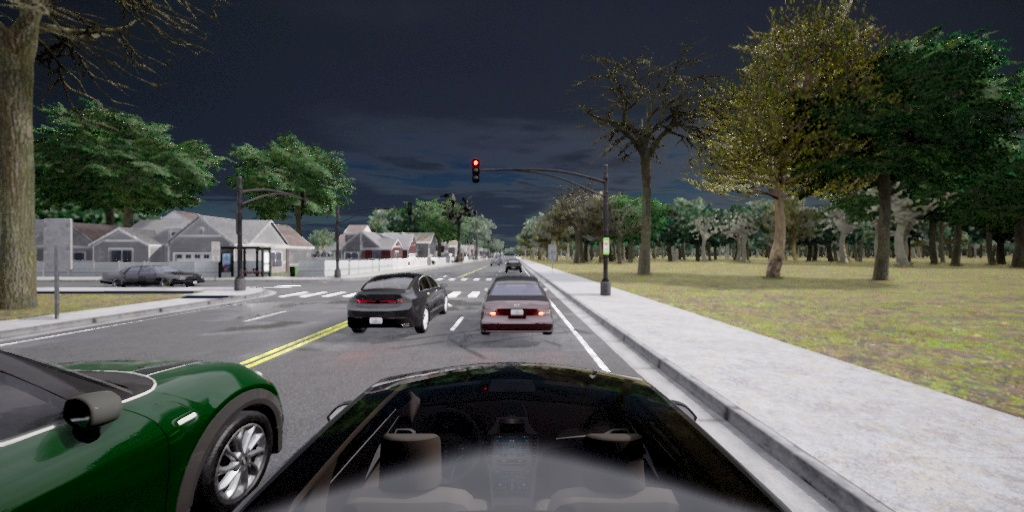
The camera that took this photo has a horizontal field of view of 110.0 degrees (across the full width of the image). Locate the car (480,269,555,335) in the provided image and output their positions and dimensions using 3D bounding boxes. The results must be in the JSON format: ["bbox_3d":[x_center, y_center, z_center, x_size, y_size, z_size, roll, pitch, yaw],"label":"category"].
[{"bbox_3d":[0.118,1.287,10.429,2.033,1.411,5.357,0,0,0],"label":"car"}]

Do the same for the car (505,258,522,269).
[{"bbox_3d":[0.193,1.169,44.530,1.882,1.535,5.008,0,0,0],"label":"car"}]

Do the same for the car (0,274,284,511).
[{"bbox_3d":[-3.150,1.102,1.435,2.097,1.767,4.553,0,0,0],"label":"car"}]

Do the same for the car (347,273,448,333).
[{"bbox_3d":[-3.138,1.244,10.682,1.837,1.490,4.892,0,0,0],"label":"car"}]

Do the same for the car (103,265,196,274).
[{"bbox_3d":[-22.911,1.304,22.924,5.357,1.411,2.033,0,0,0],"label":"car"}]
